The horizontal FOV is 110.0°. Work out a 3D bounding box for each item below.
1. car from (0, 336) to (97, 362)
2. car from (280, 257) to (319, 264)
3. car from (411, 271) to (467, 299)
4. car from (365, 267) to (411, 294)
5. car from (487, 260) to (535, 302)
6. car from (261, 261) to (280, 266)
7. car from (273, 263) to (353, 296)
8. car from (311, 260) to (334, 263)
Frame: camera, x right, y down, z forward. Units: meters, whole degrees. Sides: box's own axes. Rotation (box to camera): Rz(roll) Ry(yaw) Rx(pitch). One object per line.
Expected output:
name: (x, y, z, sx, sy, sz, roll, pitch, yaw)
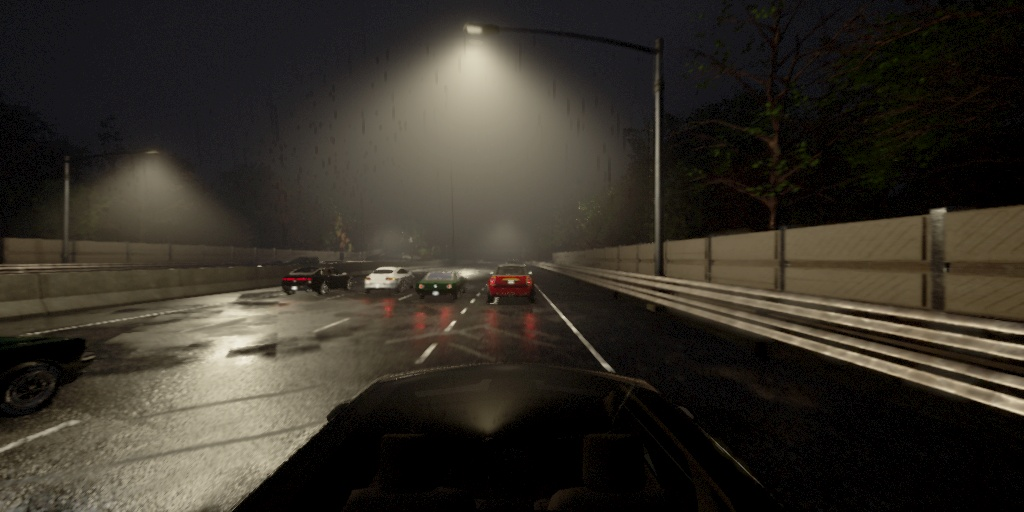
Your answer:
car: (-6.902, 1.336, 2.957, 1.895, 1.301, 4.718, 0, 0, 0)
car: (-28.182, 1.120, 48.534, 2.150, 2.045, 5.566, 0, 0, 0)
car: (-3.448, 1.412, 18.377, 1.895, 1.301, 4.718, 0, 0, 0)
car: (-6.972, 1.338, 20.842, 1.812, 1.442, 4.674, 0, 0, 0)
car: (-0.047, 1.169, 17.590, 2.097, 1.767, 4.553, 0, 0, 0)
car: (-31.683, 1.381, 48.408, 2.128, 1.511, 4.902, 0, 0, 0)
car: (-10.455, 1.302, 19.650, 1.837, 1.490, 4.892, 0, 0, 0)
car: (-24.685, 1.512, 48.658, 1.895, 1.301, 4.718, 0, 0, 0)
